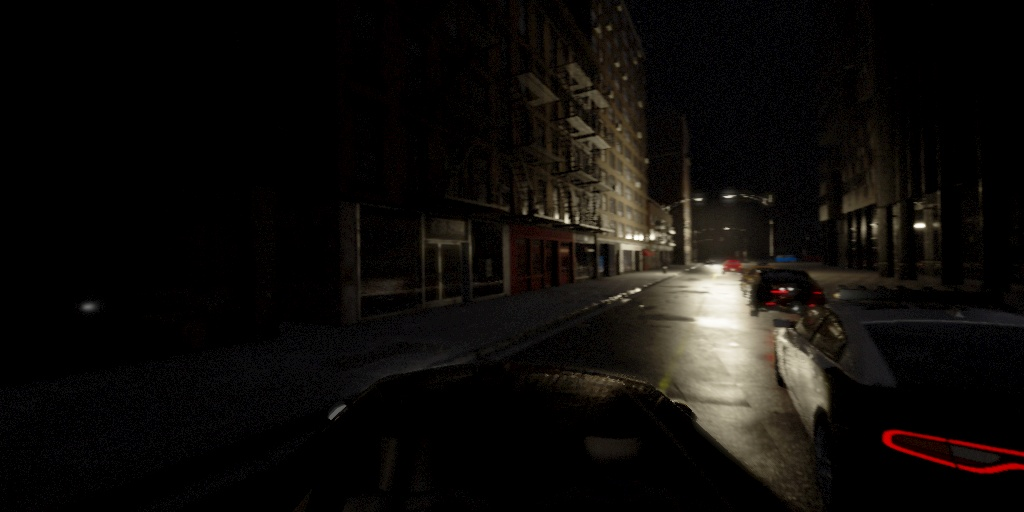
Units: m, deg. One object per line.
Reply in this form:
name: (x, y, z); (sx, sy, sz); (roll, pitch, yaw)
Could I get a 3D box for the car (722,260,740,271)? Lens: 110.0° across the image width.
car: (29.092, 1.236, 47.757); (1.994, 1.385, 4.181); (-1, -1, 31)

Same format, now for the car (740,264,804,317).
car: (9.046, 1.185, 12.155); (1.837, 1.490, 4.892); (-1, -1, 31)

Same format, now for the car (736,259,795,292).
car: (12.201, 1.128, 17.482); (1.801, 1.575, 5.366); (-1, -1, 31)

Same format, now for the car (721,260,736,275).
car: (23.320, 1.200, 37.924); (1.812, 1.442, 4.674); (-1, -1, 31)

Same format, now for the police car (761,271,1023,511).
police car: (4.003, 1.121, 3.647); (1.930, 1.638, 5.238); (-1, -1, 31)
